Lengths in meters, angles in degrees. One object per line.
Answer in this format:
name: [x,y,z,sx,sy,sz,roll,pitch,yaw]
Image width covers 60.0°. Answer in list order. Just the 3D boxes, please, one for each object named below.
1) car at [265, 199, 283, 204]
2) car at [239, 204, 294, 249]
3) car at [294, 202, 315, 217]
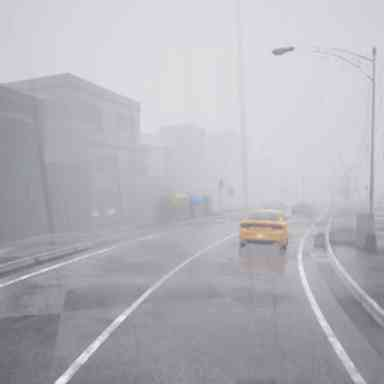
car: [9.777,1.610,39.442,1.812,1.442,4.674,1,0,24]
car: [3.393,1.515,14.980,1.882,1.535,5.008,1,0,19]
car: [11.339,1.689,33.832,1.994,1.385,4.181,1,0,24]
